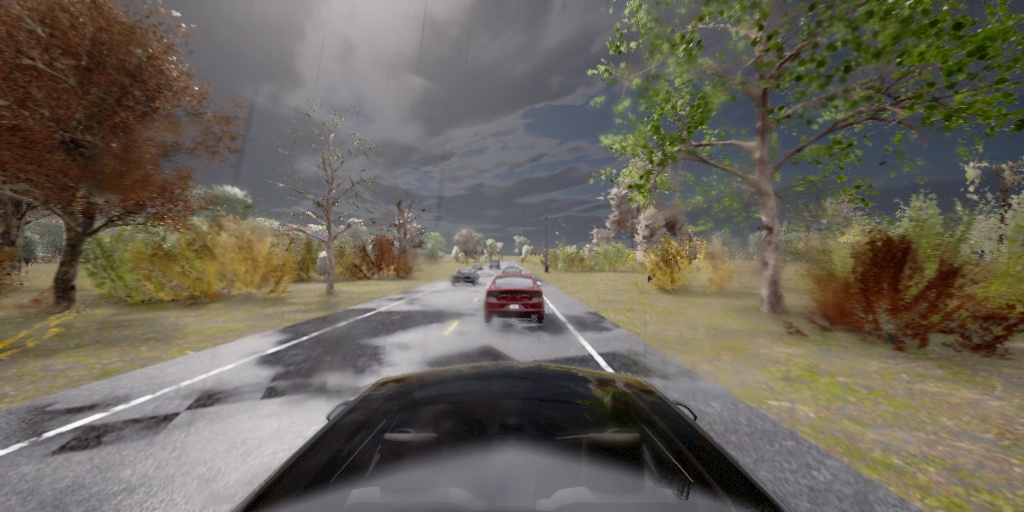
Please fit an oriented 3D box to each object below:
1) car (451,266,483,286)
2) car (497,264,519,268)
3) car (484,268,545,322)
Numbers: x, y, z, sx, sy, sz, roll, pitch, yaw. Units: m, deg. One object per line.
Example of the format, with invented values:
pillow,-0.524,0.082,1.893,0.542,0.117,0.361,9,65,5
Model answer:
car,-3.691,1.684,28.748,1.895,1.301,4.718,0,-1,0
car,-0.003,1.673,32.395,2.033,1.411,5.357,0,-1,0
car,0.070,1.367,12.957,1.882,1.535,5.008,0,-1,0
